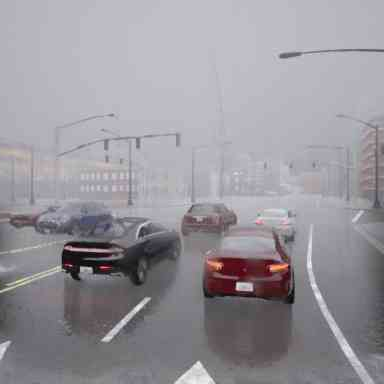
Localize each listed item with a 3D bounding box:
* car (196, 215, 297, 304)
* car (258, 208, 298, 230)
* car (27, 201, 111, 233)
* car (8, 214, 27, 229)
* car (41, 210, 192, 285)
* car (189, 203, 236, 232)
[{"bbox_3d":[1.465,1.526,8.175,1.812,1.442,4.674,0,0,13],"label":"car"},{"bbox_3d":[4.215,1.526,16.604,1.812,1.442,4.674,0,0,20],"label":"car"},{"bbox_3d":[-6.417,1.352,18.565,2.097,1.767,4.553,0,0,20],"label":"car"},{"bbox_3d":[-9.168,1.601,21.276,1.895,1.301,4.718,0,0,21],"label":"car"},{"bbox_3d":[-1.716,1.492,9.625,2.128,1.511,4.902,0,0,14],"label":"car"},{"bbox_3d":[1.070,1.352,18.071,2.097,1.767,4.553,0,0,19],"label":"car"}]
